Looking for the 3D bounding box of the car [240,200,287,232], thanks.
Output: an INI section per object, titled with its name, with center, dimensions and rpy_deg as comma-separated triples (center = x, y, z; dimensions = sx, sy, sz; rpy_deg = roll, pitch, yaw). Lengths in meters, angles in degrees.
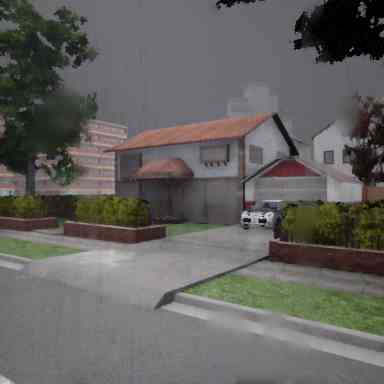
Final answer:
[car]
center = 4.085, 1.168, 17.390
dimensions = 1.970, 1.475, 3.806
rpy_deg = 0, 0, 36
